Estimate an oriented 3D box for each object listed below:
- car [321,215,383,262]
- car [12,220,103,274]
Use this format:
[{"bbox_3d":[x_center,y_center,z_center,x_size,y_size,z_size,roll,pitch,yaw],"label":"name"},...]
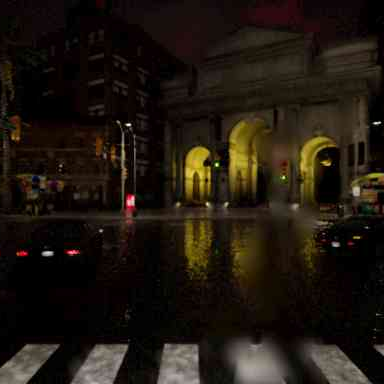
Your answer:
[{"bbox_3d":[6.821,1.604,12.435,4.674,1.442,1.812,0,-1,-31],"label":"car"},{"bbox_3d":[-4.046,1.608,10.806,2.033,1.411,5.357,0,0,-10],"label":"car"}]
